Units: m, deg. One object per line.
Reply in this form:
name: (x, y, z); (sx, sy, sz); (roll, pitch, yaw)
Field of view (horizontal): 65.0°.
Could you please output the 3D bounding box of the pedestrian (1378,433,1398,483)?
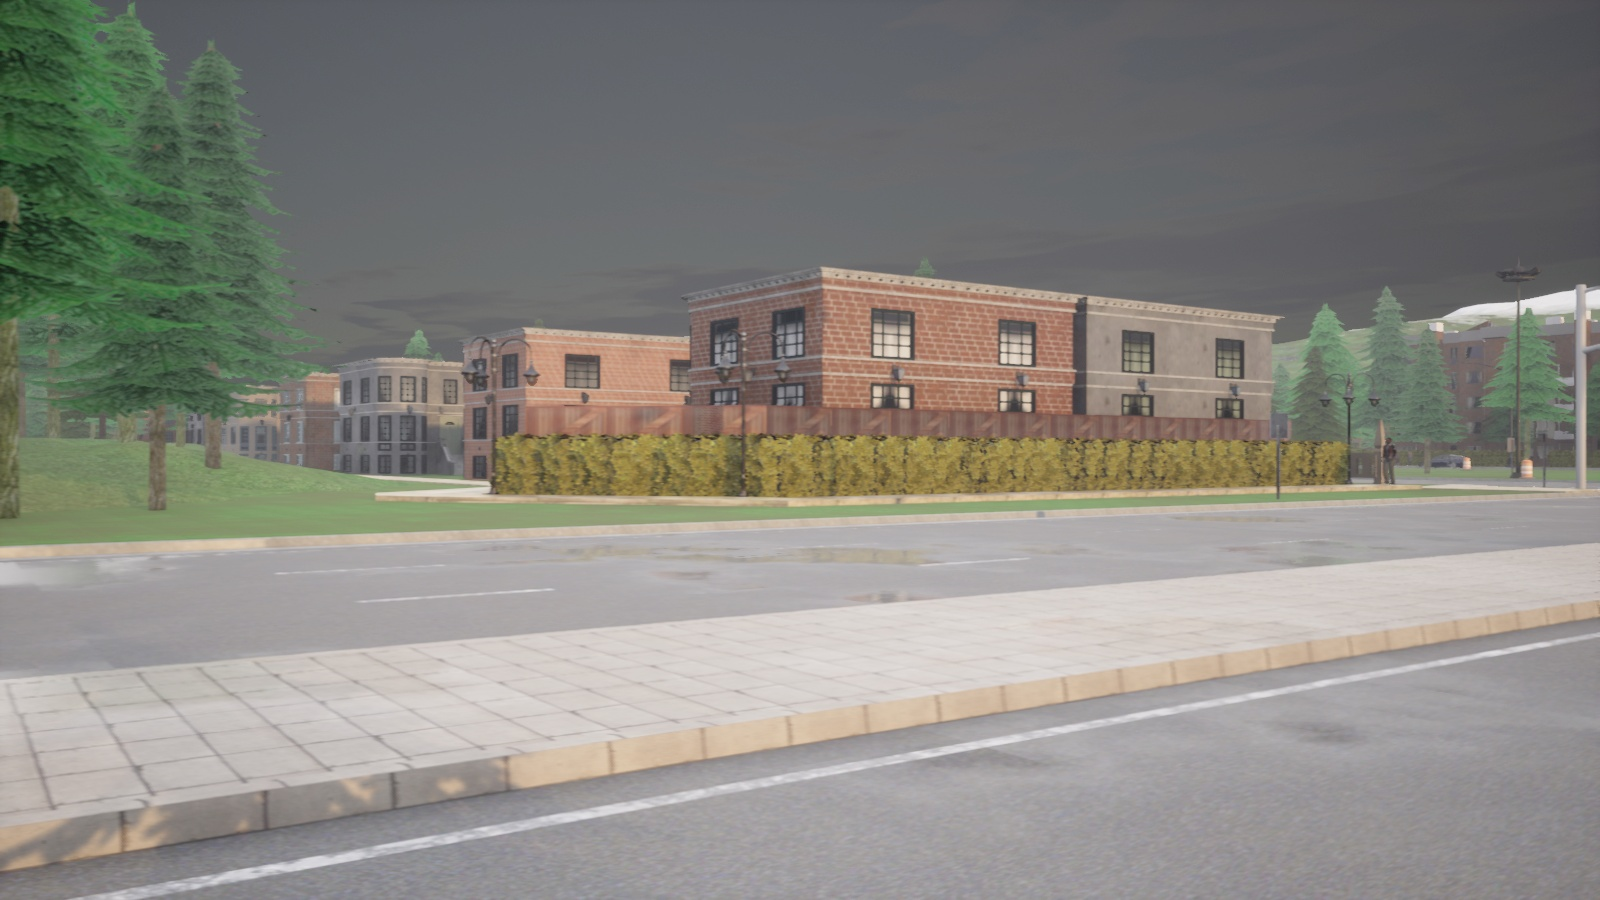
pedestrian: (22.678, 0.315, 48.464); (0.666, 1.930, 0.402); (0, 0, -34)
